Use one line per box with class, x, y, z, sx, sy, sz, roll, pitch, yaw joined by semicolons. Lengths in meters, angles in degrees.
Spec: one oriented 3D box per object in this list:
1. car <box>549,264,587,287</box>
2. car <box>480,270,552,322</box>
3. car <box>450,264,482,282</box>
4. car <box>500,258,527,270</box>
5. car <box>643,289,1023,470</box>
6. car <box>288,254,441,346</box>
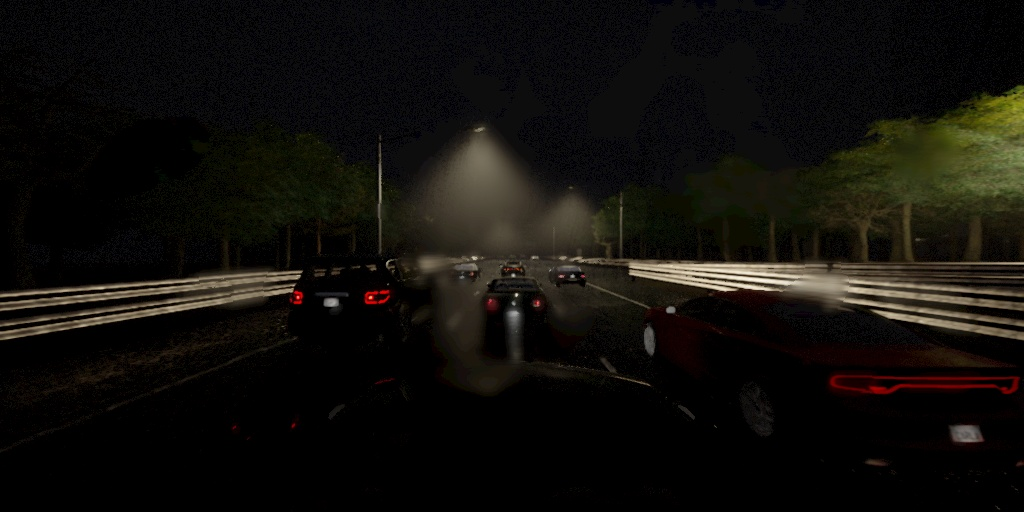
car;3.585;1.229;23.648;2.033;1.411;5.357;0;0;0
car;0.091;1.332;12.154;1.895;1.301;4.718;0;0;0
car;-3.405;1.259;27.311;1.895;1.301;4.718;0;0;0
car;0.095;1.151;29.055;1.837;1.490;4.892;0;0;0
car;3.563;1.222;5.277;1.882;1.535;5.008;0;0;0
car;-3.412;0.960;9.479;2.150;2.045;5.566;0;0;0
